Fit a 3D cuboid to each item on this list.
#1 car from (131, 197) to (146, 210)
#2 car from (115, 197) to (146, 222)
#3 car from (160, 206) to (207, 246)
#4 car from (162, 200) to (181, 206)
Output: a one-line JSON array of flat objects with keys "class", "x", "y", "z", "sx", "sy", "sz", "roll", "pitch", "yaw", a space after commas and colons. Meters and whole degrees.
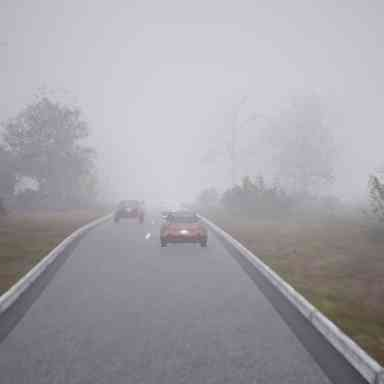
[{"class": "car", "x": -7.066, "y": 1.474, "z": 43.899, "sx": 1.882, "sy": 1.535, "sz": 5.008, "roll": 0, "pitch": 0, "yaw": -9}, {"class": "car", "x": -4.751, "y": 1.347, "z": 26.068, "sx": 2.097, "sy": 1.767, "sz": 4.553, "roll": 0, "pitch": 0, "yaw": -5}, {"class": "car", "x": -0.425, "y": 1.560, "z": 15.293, "sx": 1.994, "sy": 1.385, "sz": 4.181, "roll": 0, "pitch": 0, "yaw": -3}, {"class": "car", "x": -1.980, "y": 1.519, "z": 32.775, "sx": 1.812, "sy": 1.442, "sz": 4.674, "roll": 0, "pitch": 0, "yaw": -7}]
